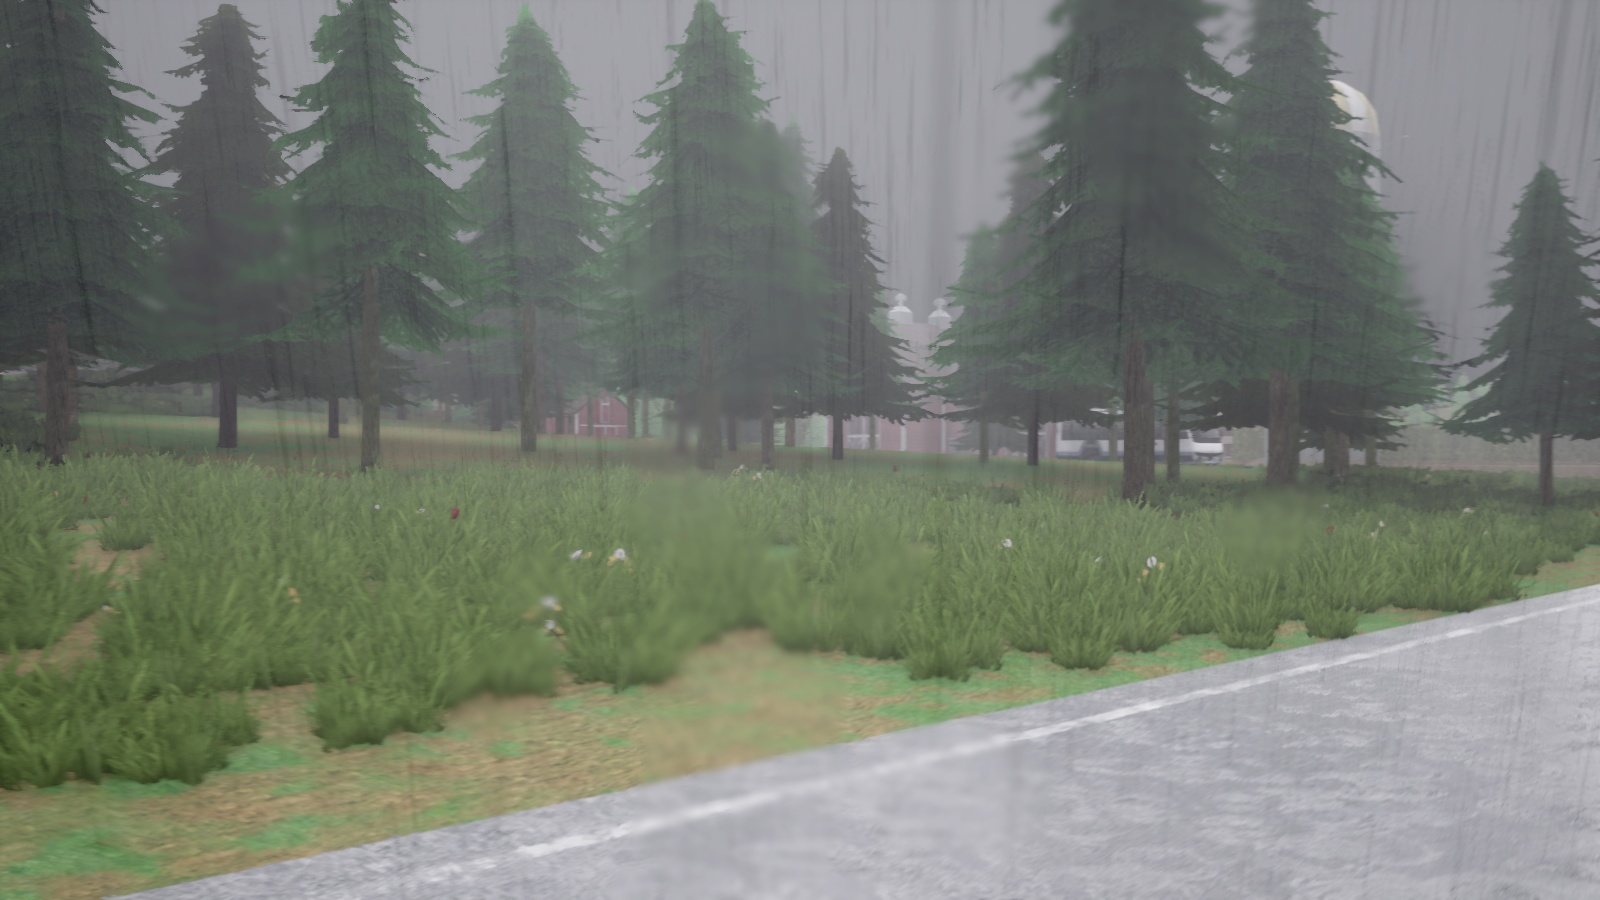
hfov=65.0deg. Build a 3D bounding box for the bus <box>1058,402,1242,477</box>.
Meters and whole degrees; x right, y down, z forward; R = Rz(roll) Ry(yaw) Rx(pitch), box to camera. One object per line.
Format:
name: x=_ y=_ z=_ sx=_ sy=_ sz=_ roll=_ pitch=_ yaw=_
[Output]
bus: x=20.993 y=-0.552 z=75.983 sx=3.944 sy=4.253 sz=10.273 roll=0 pitch=0 yaw=-41
